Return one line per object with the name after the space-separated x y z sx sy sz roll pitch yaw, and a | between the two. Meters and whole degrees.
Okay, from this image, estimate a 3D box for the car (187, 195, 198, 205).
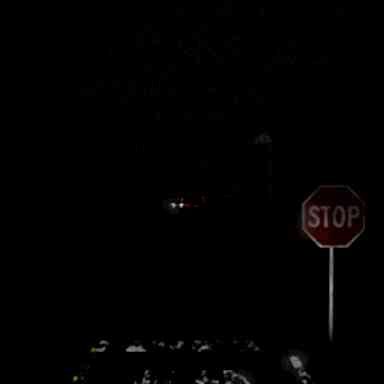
0.025 1.584 61.382 1.812 1.442 4.674 0 0 0 | car

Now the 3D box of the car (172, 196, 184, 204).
-2.724 1.591 65.580 1.812 1.442 4.674 0 0 0 | car

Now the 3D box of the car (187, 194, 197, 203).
0.026 1.359 71.370 2.097 1.767 4.553 0 0 0 | car
